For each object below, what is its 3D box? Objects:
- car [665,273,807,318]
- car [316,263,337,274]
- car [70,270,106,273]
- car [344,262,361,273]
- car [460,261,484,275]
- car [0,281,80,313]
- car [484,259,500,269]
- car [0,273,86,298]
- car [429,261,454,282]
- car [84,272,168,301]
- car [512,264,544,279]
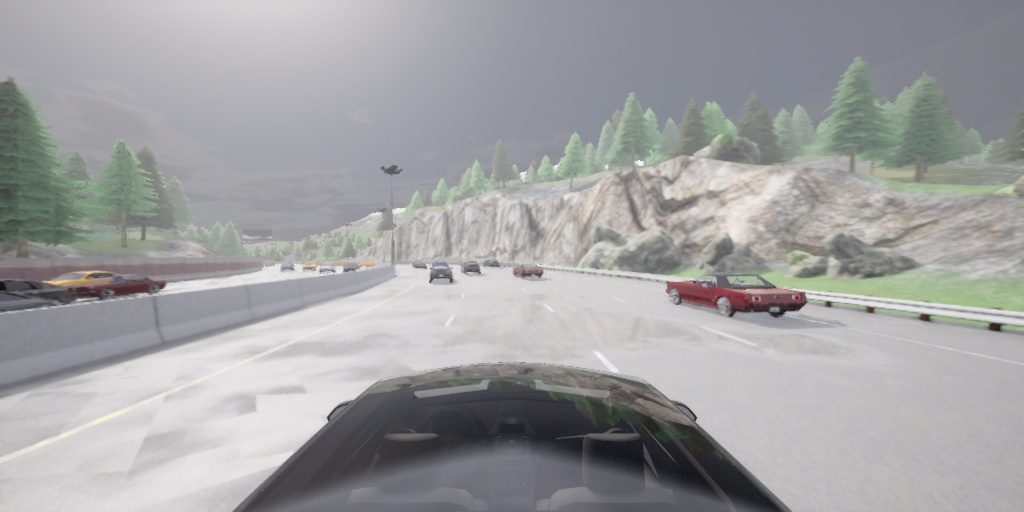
[{"bbox_3d":[7.264,1.234,12.380,1.895,1.301,4.718,-1,0,-5],"label":"car"},{"bbox_3d":[-26.486,1.720,51.633,1.812,1.442,4.674,-1,0,-20],"label":"car"},{"bbox_3d":[-26.041,1.658,21.777,1.882,1.535,5.008,-1,0,-8],"label":"car"},{"bbox_3d":[-21.980,1.629,49.413,1.837,1.490,4.892,-1,0,-18],"label":"car"},{"bbox_3d":[-4.856,1.344,41.527,1.837,1.490,4.892,0,0,-15],"label":"car"},{"bbox_3d":[-14.308,1.550,8.909,1.994,1.385,4.181,-1,0,-3],"label":"car"},{"bbox_3d":[-3.590,1.327,61.024,1.837,1.490,4.892,1,-1,-22],"label":"car"},{"bbox_3d":[-17.958,1.551,11.886,1.837,1.490,4.892,-1,0,-4],"label":"car"},{"bbox_3d":[-5.942,1.379,30.174,1.812,1.442,4.674,-1,0,-11],"label":"car"},{"bbox_3d":[-22.260,1.719,20.155,1.895,1.301,4.718,-1,0,-8],"label":"car"},{"bbox_3d":[1.341,1.336,32.694,1.895,1.301,4.718,-1,0,-12],"label":"car"}]
